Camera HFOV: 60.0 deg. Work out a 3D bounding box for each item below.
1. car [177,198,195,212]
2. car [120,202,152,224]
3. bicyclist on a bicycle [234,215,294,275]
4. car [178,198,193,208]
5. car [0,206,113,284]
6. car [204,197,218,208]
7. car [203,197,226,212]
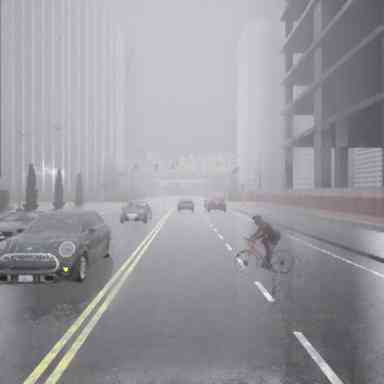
[{"bbox_3d":[-0.722,1.491,39.254,2.128,1.511,4.902,0,0,-1],"label":"car"},{"bbox_3d":[-4.077,1.492,24.750,2.128,1.511,4.902,0,0,-1],"label":"car"},{"bbox_3d":[1.944,1.451,9.035,1.656,1.620,0.582,-1,0,-1],"label":"bicyclist on a bicycle"},{"bbox_3d":[-0.949,1.564,48.488,1.994,1.385,4.181,0,0,-1],"label":"car"},{"bbox_3d":[-3.764,1.354,9.683,2.097,1.767,4.553,0,0,-1],"label":"car"},{"bbox_3d":[2.734,1.505,48.345,1.837,1.490,4.892,0,0,2],"label":"car"},{"bbox_3d":[2.780,1.352,39.141,2.097,1.767,4.553,0,0,-1],"label":"car"}]
